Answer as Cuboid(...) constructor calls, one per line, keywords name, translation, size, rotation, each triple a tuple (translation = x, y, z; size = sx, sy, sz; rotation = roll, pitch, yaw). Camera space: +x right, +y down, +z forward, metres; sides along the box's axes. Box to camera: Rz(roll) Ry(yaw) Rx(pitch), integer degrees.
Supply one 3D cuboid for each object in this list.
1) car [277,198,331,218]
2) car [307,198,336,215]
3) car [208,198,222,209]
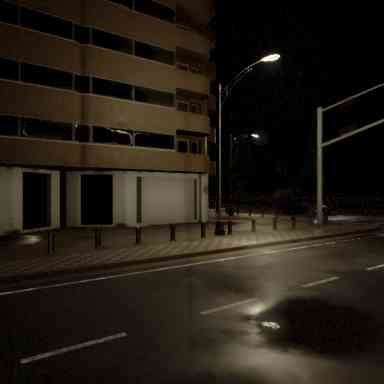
Cuboid(name="car", translation=(10.042, 1.581, 30.896), size=(1.812, 1.442, 4.674), rotation=(0, 0, -37))
Cuboid(name="car", translation=(12.222, 1.408, 33.829), size=(2.097, 1.767, 4.553), rotation=(0, 0, -36))
Cuboid(name="car", translation=(2.265, 1.560, 47.651), size=(1.837, 1.490, 4.892), rotation=(0, 0, -36))
